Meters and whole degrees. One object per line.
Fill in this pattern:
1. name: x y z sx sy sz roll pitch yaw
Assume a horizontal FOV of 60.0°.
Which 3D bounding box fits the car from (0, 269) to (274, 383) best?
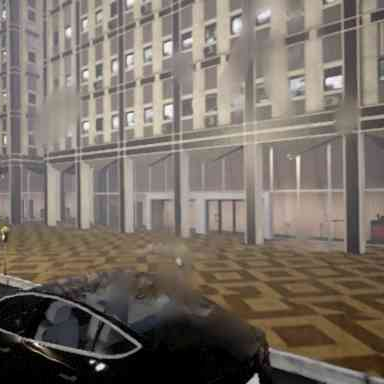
1. car: -1.250 1.593 3.767 4.313 1.339 1.947 -1 -1 35
